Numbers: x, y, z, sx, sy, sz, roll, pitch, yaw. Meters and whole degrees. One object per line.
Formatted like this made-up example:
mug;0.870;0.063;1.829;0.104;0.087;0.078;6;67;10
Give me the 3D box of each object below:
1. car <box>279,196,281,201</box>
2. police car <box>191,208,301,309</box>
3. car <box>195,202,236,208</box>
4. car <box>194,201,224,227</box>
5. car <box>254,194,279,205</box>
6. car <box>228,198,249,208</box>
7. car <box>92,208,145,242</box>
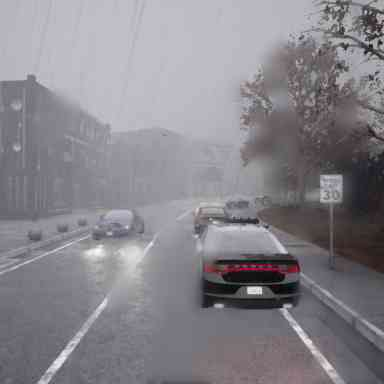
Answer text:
car;15.309;1.158;64.989;4.902;1.511;2.128;-1;0;-34
police car;1.033;1.427;8.091;1.930;1.638;5.238;0;0;0
car;1.042;1.509;17.937;1.837;1.490;4.892;0;0;1
car;1.262;1.481;23.783;1.882;1.535;5.008;0;0;4
car;12.050;1.290;55.330;1.837;1.490;4.892;-1;1;40
car;6.399;1.518;46.172;1.895;1.301;4.718;0;0;28
car;-3.522;1.530;16.699;1.812;1.442;4.674;0;0;1
